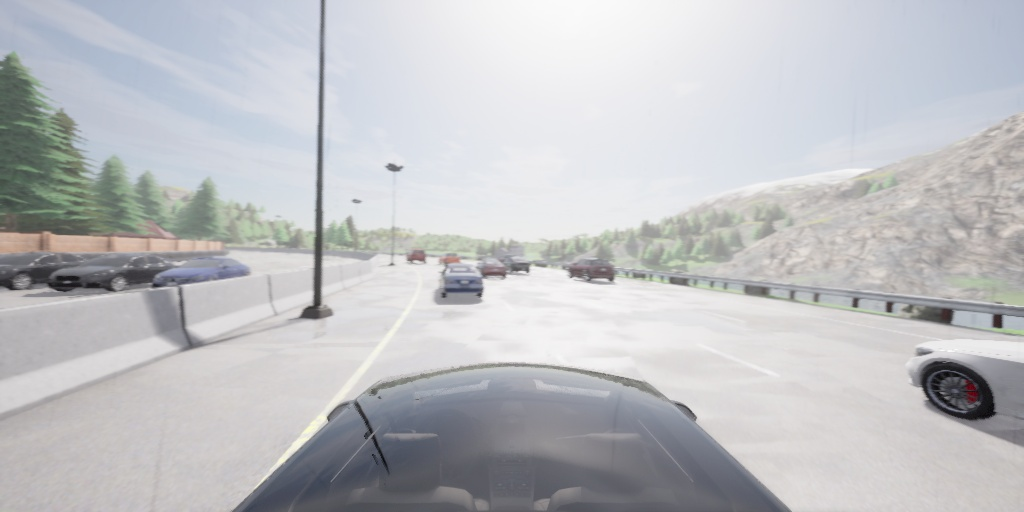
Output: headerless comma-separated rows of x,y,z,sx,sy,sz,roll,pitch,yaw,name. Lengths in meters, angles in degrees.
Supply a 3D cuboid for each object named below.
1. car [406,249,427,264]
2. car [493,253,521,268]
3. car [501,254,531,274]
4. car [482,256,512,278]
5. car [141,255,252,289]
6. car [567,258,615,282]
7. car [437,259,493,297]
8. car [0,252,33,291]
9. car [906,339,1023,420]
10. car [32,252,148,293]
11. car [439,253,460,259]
-13.771,0.028,51.441,2.150,2.045,5.566,2,1,-25,car
-0.721,0.536,47.126,2.097,1.767,4.553,1,1,-22,car
0.257,0.874,33.907,1.837,1.490,4.892,2,1,-18,car
-1.759,0.949,28.351,1.994,1.385,4.181,1,1,-16,car
-13.338,0.771,15.839,1.812,1.442,4.674,1,1,-13,car
5.854,0.942,27.143,2.097,1.767,4.553,1,1,-15,car
-2.460,1.054,16.839,2.033,1.411,5.357,1,1,-13,car
-20.373,0.581,15.263,1.837,1.490,4.892,1,1,-13,car
6.855,1.429,3.257,1.812,1.442,4.674,2,1,-8,car
-16.849,0.666,15.520,1.837,1.490,4.892,1,1,-13,car
-8.237,0.350,46.985,2.097,1.767,4.553,1,1,-23,car
